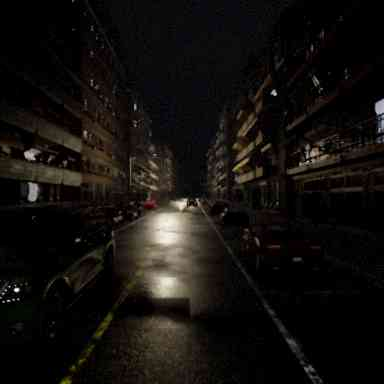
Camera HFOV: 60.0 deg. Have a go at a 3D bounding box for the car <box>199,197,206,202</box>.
[{"bbox_3d":[2.714,2.057,90.012,1.802,1.307,4.206,1,0,0],"label":"car"}]

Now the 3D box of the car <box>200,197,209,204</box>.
[{"bbox_3d":[2.712,1.932,73.028,2.008,1.369,4.403,1,0,0],"label":"car"}]

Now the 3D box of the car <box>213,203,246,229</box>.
[{"bbox_3d":[2.705,1.664,22.073,2.008,1.369,4.403,1,0,0],"label":"car"}]

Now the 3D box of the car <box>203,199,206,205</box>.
[{"bbox_3d":[2.707,1.752,39.057,2.008,1.369,4.403,1,0,0],"label":"car"}]

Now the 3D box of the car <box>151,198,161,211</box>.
[{"bbox_3d":[-5.672,1.776,44.762,1.887,1.381,4.507,1,0,0],"label":"car"}]

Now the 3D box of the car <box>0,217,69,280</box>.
[{"bbox_3d":[-5.678,1.638,10.792,1.802,1.307,4.206,1,0,0],"label":"car"}]

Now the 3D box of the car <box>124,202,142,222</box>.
[{"bbox_3d":[-5.673,1.583,27.777,1.967,1.590,4.097,1,0,0],"label":"car"}]

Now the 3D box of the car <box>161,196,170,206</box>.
[{"bbox_3d":[-5.670,1.866,61.747,1.887,1.381,4.507,1,0,0],"label":"car"}]

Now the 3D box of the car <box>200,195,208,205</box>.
[{"bbox_3d":[2.712,1.761,61.706,1.967,1.590,4.097,1,0,0],"label":"car"}]

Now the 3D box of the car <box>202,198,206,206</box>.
[{"bbox_3d":[2.707,1.813,44.719,1.802,1.307,4.206,1,0,0],"label":"car"}]

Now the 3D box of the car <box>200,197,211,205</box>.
[{"bbox_3d":[2.713,1.791,67.366,1.967,1.590,4.097,1,0,0],"label":"car"}]

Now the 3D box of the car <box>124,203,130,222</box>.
[{"bbox_3d":[-5.676,1.679,22.115,1.947,1.339,4.313,1,0,0],"label":"car"}]

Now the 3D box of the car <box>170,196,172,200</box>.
[{"bbox_3d":[-5.668,1.876,67.238,1.752,1.417,4.829,1,0,0],"label":"car"}]

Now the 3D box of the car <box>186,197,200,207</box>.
[{"bbox_3d":[0.008,1.890,55.751,1.895,1.301,4.718,0,0,0],"label":"car"}]

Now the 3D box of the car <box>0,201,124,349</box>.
[{"bbox_3d":[-3.086,1.254,6.704,2.150,2.045,5.566,0,0,0],"label":"car"}]

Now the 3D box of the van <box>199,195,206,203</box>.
[{"bbox_3d":[2.717,1.784,84.352,1.690,1.788,3.998,1,0,0],"label":"van"}]

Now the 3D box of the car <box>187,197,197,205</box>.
[{"bbox_3d":[0.010,1.831,65.953,1.837,1.490,4.892,0,0,0],"label":"car"}]

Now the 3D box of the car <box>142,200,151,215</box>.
[{"bbox_3d":[-5.674,1.723,33.438,2.008,1.369,4.403,1,0,0],"label":"car"}]

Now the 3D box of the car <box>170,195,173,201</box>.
[{"bbox_3d":[-5.668,1.906,72.899,1.752,1.417,4.829,1,0,0],"label":"car"}]

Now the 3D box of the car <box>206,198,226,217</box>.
[{"bbox_3d":[2.708,1.611,33.397,1.967,1.590,4.097,1,0,0],"label":"car"}]

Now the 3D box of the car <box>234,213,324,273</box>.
[{"bbox_3d":[2.703,1.600,10.750,1.887,1.381,4.507,1,0,0],"label":"car"}]
